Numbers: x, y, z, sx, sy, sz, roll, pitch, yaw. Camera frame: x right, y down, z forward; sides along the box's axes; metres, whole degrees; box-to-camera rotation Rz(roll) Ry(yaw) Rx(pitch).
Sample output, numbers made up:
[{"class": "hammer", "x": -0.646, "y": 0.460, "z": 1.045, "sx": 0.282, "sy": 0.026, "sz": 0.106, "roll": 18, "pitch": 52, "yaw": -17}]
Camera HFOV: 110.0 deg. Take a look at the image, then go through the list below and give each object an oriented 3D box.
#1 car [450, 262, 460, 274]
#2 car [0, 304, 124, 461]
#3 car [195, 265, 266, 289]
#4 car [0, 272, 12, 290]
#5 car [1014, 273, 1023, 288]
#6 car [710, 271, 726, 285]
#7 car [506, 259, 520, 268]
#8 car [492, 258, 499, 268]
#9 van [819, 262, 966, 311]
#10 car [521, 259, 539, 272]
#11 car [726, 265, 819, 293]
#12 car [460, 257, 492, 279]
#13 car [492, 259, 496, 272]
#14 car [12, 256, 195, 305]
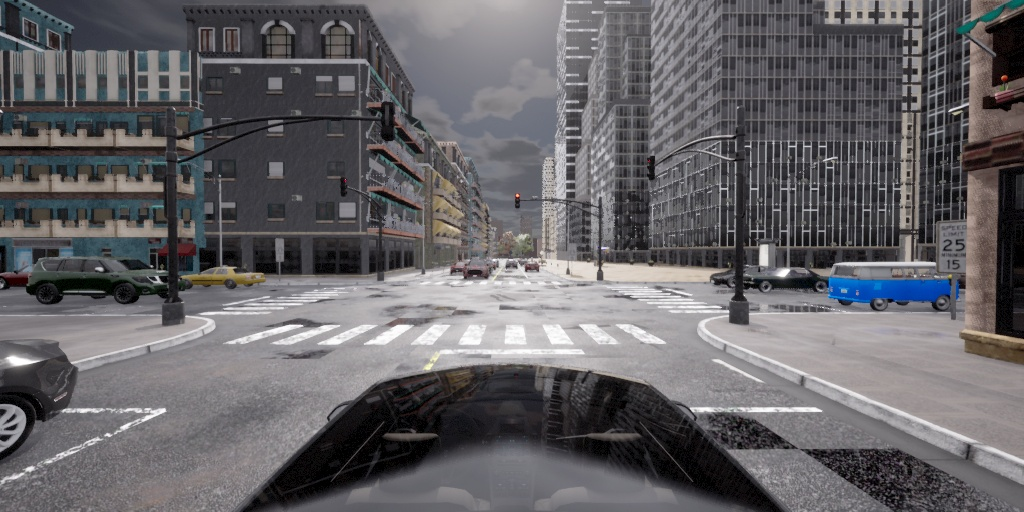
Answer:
[{"class": "car", "x": -5.803, "y": 1.289, "z": 40.189, "sx": 1.888, "sy": 1.381, "sz": 4.507, "roll": 0, "pitch": 0, "yaw": 0}, {"class": "car", "x": -5.690, "y": 1.300, "z": 2.123, "sx": 2.007, "sy": 1.370, "sz": 4.403, "roll": 0, "pitch": 0, "yaw": 0}, {"class": "car", "x": -17.941, "y": 1.246, "z": 22.069, "sx": 4.829, "sy": 1.417, "sz": 1.751, "roll": 0, "pitch": 0, "yaw": 0}, {"class": "car", "x": -28.839, "y": 1.189, "z": 22.019, "sx": 4.097, "sy": 1.591, "sz": 1.967, "roll": 0, "pitch": 0, "yaw": 0}, {"class": "car", "x": 24.592, "y": 1.218, "z": 19.663, "sx": 5.357, "sy": 1.411, "sz": 2.033, "roll": 0, "pitch": 1, "yaw": 0}, {"class": "car", "x": 14.617, "y": 1.216, "z": 22.220, "sx": 4.313, "sy": 1.339, "sz": 1.948, "roll": 0, "pitch": 0, "yaw": 0}, {"class": "car", "x": -0.068, "y": 1.346, "z": 58.828, "sx": 1.895, "sy": 1.301, "sz": 4.718, "roll": 0, "pitch": 0, "yaw": 0}, {"class": "car", "x": -3.240, "y": 1.345, "z": 51.564, "sx": 1.895, "sy": 1.301, "sz": 4.718, "roll": 0, "pitch": 0, "yaw": 0}, {"class": "van", "x": 14.656, "y": 1.117, "z": 13.840, "sx": 3.998, "sy": 1.789, "sz": 1.690, "roll": 0, "pitch": 0, "yaw": 0}, {"class": "car", "x": 2.527, "y": 1.289, "z": 45.920, "sx": 1.888, "sy": 1.381, "sz": 4.507, "roll": 0, "pitch": 0, "yaw": 0}, {"class": "car", "x": 14.804, "y": 1.290, "z": 19.621, "sx": 4.718, "sy": 1.301, "sz": 1.895, "roll": 0, "pitch": 1, "yaw": 0}, {"class": "car", "x": -3.165, "y": 1.097, "z": 32.472, "sx": 2.097, "sy": 1.767, "sz": 4.553, "roll": 0, "pitch": 0, "yaw": -1}, {"class": "car", "x": -3.214, "y": 1.345, "z": 41.501, "sx": 1.895, "sy": 1.301, "sz": 4.718, "roll": 0, "pitch": 0, "yaw": 0}, {"class": "car", "x": -18.258, "y": 1.031, "z": 16.260, "sx": 5.566, "sy": 2.045, "sz": 2.150, "roll": 0, "pitch": 1, "yaw": 0}]
